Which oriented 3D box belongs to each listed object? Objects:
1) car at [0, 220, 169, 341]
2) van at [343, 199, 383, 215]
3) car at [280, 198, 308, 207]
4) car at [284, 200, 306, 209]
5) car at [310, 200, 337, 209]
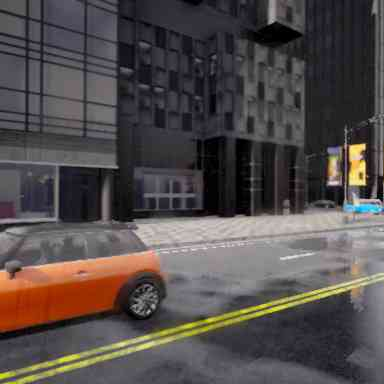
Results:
[{"bbox_3d":[-2.728,1.365,5.733,4.553,1.767,2.097,1,-1,-35],"label":"car"},{"bbox_3d":[20.717,1.786,39.736,1.690,1.788,3.998,1,0,-35],"label":"van"},{"bbox_3d":[17.922,1.893,58.435,1.887,1.381,4.507,1,0,-35],"label":"car"},{"bbox_3d":[14.313,1.870,48.778,1.752,1.417,4.829,1,0,-35],"label":"car"},{"bbox_3d":[21.172,1.950,53.844,2.008,1.369,4.403,1,0,-35],"label":"car"}]
